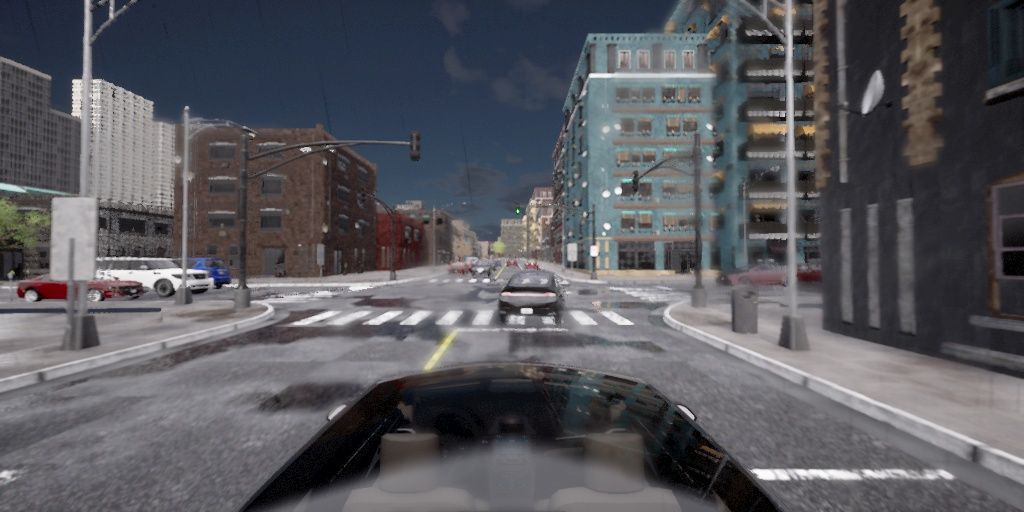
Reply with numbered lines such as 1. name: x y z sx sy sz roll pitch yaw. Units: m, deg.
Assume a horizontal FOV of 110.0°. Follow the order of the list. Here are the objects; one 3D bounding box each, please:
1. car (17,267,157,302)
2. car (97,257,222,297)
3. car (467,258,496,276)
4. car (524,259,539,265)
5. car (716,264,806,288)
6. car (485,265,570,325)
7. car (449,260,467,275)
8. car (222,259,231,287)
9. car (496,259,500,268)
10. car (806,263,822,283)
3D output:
1. car: -19.287 1.354 16.172 4.507 1.381 1.888 0 0 1
2. car: -19.063 1.079 18.907 5.566 2.045 2.150 0 -1 1
3. car: -3.073 1.223 37.137 2.128 1.511 4.902 0 0 0
4. car: 2.715 1.165 50.300 1.967 1.591 4.097 0 0 0
5. car: 14.768 1.202 21.774 4.181 1.385 1.994 0 -1 0
6. car: 0.820 1.237 11.867 2.128 1.511 4.902 0 0 10
7. car: -5.748 1.275 38.874 1.888 1.381 4.507 0 0 0
8. car: -20.587 1.150 22.142 5.566 2.045 2.150 -1 -1 1
9. car: -3.059 1.214 47.801 2.128 1.511 4.902 0 0 0
10. car: 19.488 1.195 24.392 4.507 1.381 1.888 0 0 1
